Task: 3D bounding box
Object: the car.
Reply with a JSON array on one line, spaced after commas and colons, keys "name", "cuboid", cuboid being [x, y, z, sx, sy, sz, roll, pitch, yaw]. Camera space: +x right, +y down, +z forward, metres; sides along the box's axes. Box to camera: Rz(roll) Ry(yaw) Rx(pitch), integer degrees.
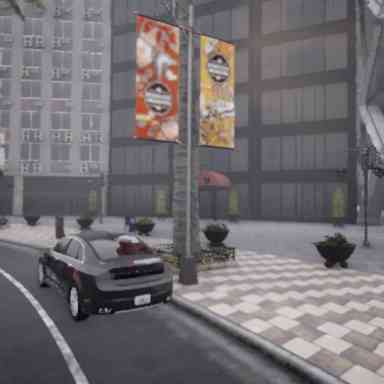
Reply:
[{"name": "car", "cuboid": [-2.285, 1.695, 7.855, 1.837, 1.490, 4.892, 2, -2, -36]}]
